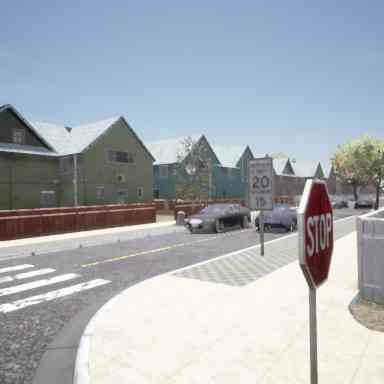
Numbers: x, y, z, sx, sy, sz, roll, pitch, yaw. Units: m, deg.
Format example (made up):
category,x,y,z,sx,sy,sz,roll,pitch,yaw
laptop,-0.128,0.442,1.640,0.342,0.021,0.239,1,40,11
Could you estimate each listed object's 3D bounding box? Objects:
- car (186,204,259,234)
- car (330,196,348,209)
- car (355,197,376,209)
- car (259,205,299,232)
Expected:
category,x,y,z,sx,sy,sz,roll,pitch,yaw
car,1.609,1.430,19.029,2.128,1.511,4.902,-2,-1,37
car,17.407,1.251,40.005,2.128,1.511,4.902,-2,-1,37
car,20.974,1.239,39.954,1.994,1.385,4.181,-2,-1,37
car,5.300,1.410,19.034,1.994,1.385,4.181,-2,-1,37
